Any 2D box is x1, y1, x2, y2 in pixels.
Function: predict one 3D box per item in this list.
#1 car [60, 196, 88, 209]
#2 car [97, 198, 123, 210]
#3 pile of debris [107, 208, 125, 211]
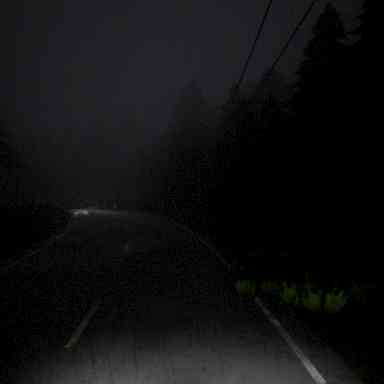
[{"bbox_3d":[-13.787,1.202,38.759,2.128,1.511,4.902,0,0,-41],"label":"car"},{"bbox_3d":[-9.687,1.300,38.777,1.895,1.301,4.718,0,1,-30],"label":"car"},{"bbox_3d":[-8.315,1.891,36.525,1.500,0.140,1.860,0,1,-28],"label":"pile of debris"}]
